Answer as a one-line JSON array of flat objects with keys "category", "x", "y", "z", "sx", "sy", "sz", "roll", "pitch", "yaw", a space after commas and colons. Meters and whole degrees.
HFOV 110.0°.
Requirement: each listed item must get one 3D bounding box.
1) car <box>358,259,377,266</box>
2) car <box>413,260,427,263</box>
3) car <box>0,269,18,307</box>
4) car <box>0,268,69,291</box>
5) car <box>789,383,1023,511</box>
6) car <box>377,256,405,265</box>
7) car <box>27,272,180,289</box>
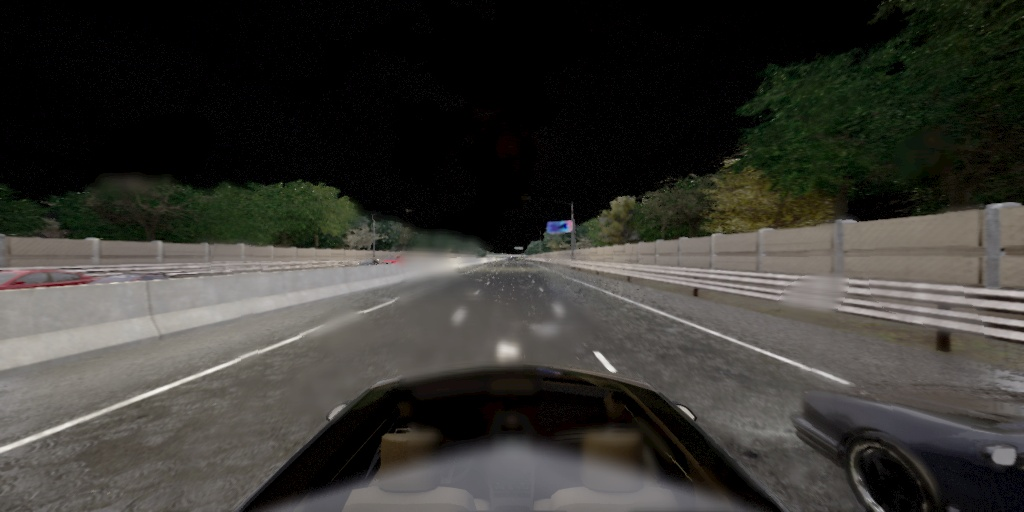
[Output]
[{"category": "car", "x": -21.047, "y": 1.265, "z": 53.115, "sx": 1.837, "sy": 1.490, "sz": 4.892, "roll": 0, "pitch": 0, "yaw": 1}, {"category": "car", "x": -14.039, "y": 1.307, "z": 54.772, "sx": 2.033, "sy": 1.411, "sz": 5.357, "roll": 0, "pitch": 0, "yaw": 1}, {"category": "car", "x": -21.094, "y": 1.260, "z": 12.199, "sx": 1.837, "sy": 1.490, "sz": 4.892, "roll": 0, "pitch": 0, "yaw": 0}, {"category": "car", "x": -17.595, "y": 1.231, "z": 12.803, "sx": 1.882, "sy": 1.535, "sz": 5.008, "roll": 0, "pitch": 0, "yaw": 0}, {"category": "car", "x": 3.599, "y": 1.297, "z": 0.946, "sx": 2.033, "sy": 1.411, "sz": 5.357, "roll": 0, "pitch": 0, "yaw": 0}, {"category": "car", "x": -17.547, "y": 0.988, "z": 53.078, "sx": 2.150, "sy": 2.045, "sz": 5.566, "roll": 0, "pitch": 0, "yaw": 1}, {"category": "car", "x": -14.093, "y": 1.318, "z": 13.314, "sx": 1.994, "sy": 1.385, "sz": 4.181, "roll": 0, "pitch": 0, "yaw": 0}]
